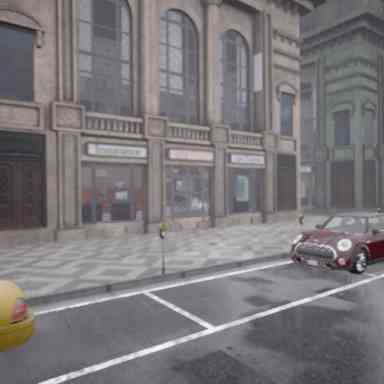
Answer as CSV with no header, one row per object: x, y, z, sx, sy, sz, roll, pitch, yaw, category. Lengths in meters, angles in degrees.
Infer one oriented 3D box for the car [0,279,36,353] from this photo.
-4.371,1.538,3.532,4.829,1.417,1.752,-1,0,-36,car

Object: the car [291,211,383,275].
4.881,1.364,10.147,4.097,1.590,1.967,-1,0,-36,car
